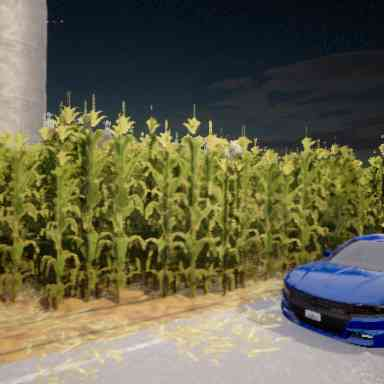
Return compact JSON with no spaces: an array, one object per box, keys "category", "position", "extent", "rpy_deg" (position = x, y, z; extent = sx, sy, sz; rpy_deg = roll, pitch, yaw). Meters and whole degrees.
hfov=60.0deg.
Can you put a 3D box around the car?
[{"category":"car","position":[3.809,1.572,6.352],"extent":[5.008,1.535,1.882],"rpy_deg":[1,-1,-36]}]
